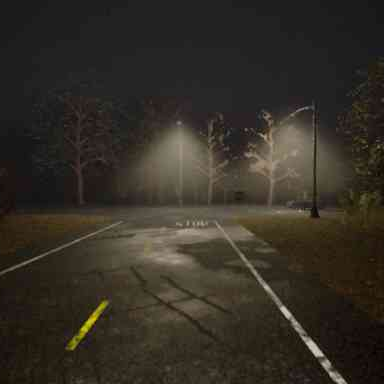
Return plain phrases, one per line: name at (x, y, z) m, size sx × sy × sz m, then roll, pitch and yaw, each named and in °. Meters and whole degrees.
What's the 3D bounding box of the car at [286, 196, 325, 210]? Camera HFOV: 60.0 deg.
car at (14.325, 1.347, 42.163) m, size 4.553 × 1.767 × 2.097 m, roll 1°, pitch 0°, yaw 0°
